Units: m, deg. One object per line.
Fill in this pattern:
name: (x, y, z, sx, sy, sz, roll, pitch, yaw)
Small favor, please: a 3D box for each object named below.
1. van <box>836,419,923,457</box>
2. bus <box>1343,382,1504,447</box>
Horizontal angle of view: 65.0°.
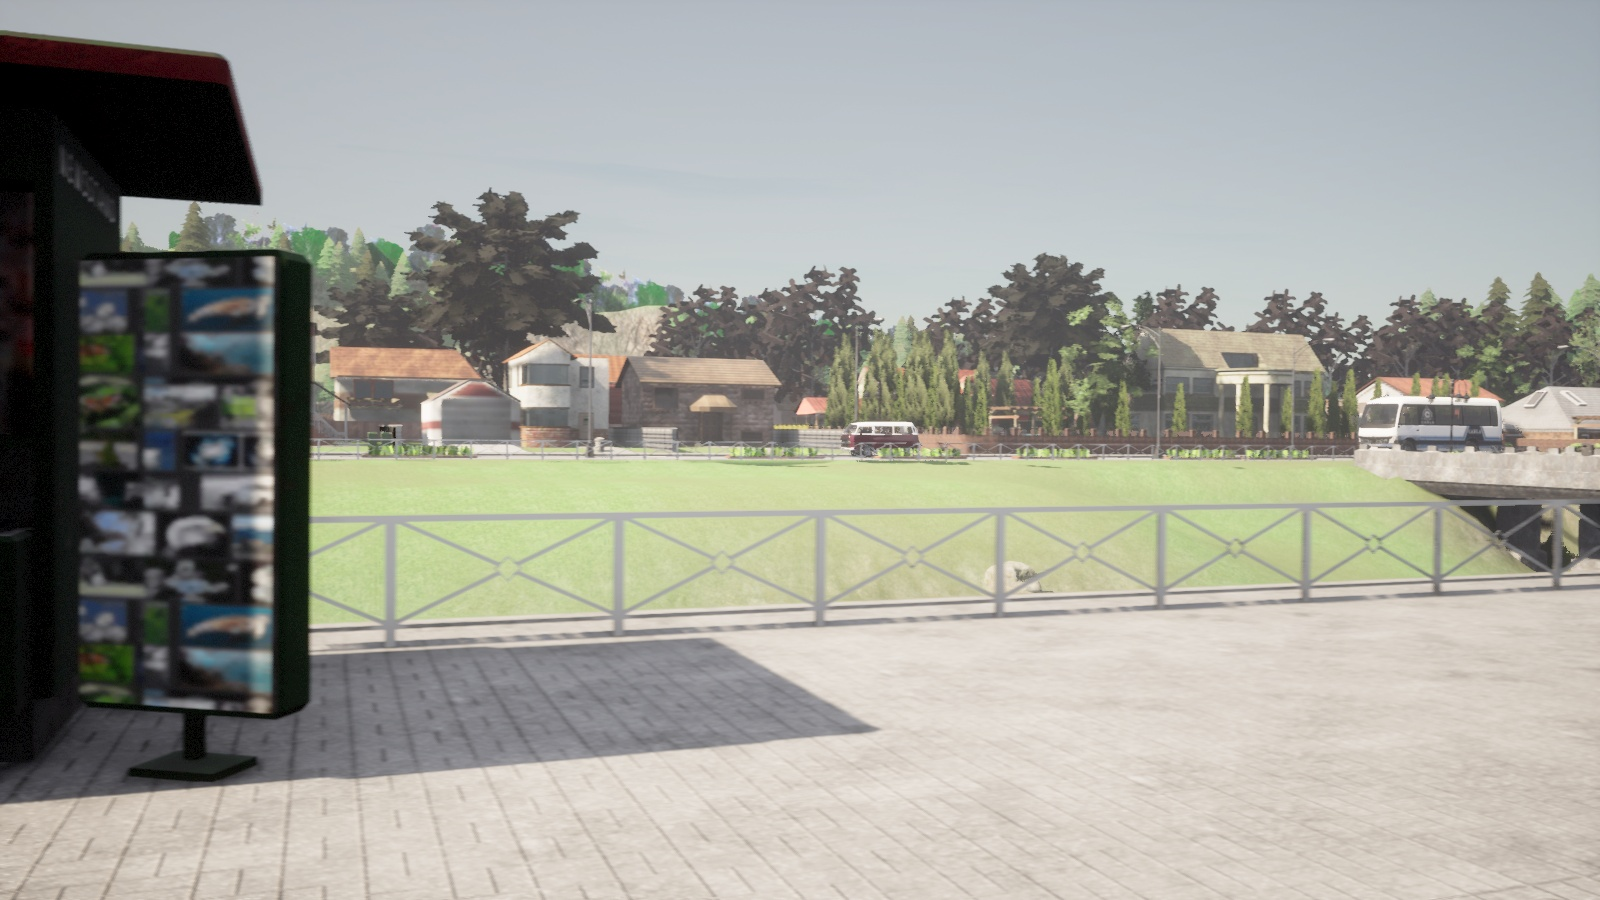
van: (4.523, -0.691, 71.477, 4.480, 2.038, 2.069, -1, 1, -21)
bus: (42.650, -2.438, 85.929, 10.273, 4.253, 3.944, -1, 1, -21)
